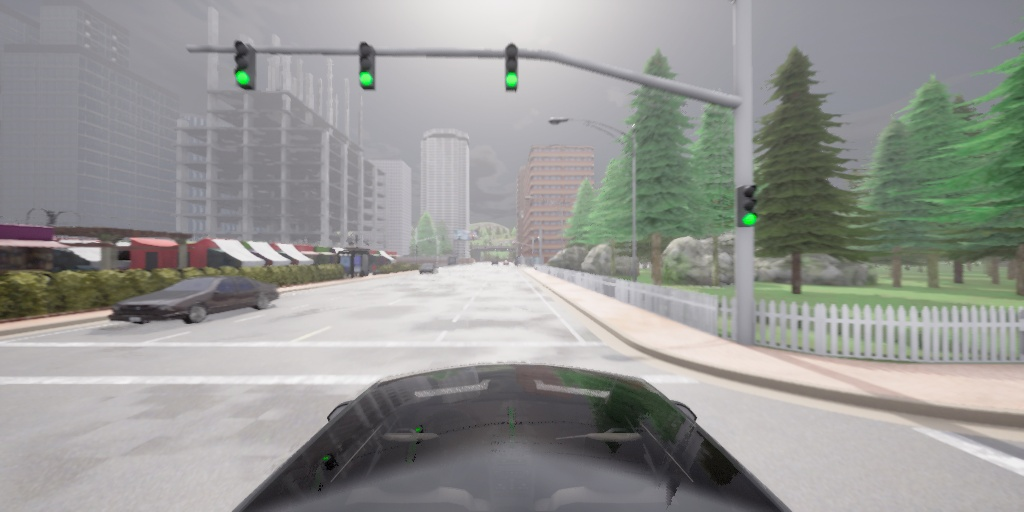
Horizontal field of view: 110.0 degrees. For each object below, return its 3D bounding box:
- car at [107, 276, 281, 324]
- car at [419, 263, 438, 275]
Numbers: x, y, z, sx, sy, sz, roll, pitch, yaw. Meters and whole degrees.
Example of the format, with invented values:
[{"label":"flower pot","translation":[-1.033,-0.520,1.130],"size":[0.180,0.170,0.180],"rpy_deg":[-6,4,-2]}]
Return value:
[{"label":"car","translation":[-10.636,1.417,12.746],"size":[2.033,1.411,5.357],"rpy_deg":[0,-1,-1]},{"label":"car","translation":[-11.252,1.710,48.513],"size":[1.837,1.490,4.892],"rpy_deg":[0,0,-1]}]
